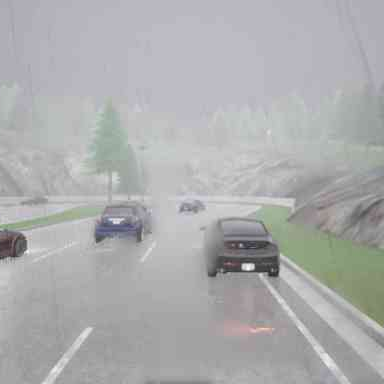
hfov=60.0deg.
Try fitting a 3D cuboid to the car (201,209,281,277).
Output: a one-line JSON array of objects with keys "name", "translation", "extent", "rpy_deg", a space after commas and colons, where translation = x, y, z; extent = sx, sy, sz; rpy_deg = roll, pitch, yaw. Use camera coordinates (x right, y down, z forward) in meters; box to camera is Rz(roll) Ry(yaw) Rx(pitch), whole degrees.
[{"name": "car", "translation": [1.336, 1.495, 10.170], "extent": [1.837, 1.490, 4.892], "rpy_deg": [0, 0, 1]}]

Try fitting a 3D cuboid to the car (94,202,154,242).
[{"name": "car", "translation": [-3.166, 1.335, 16.321], "extent": [2.097, 1.767, 4.553], "rpy_deg": [0, 0, 1]}]

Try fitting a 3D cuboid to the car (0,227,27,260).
[{"name": "car", "translation": [-6.789, 1.553, 9.992], "extent": [1.994, 1.385, 4.181], "rpy_deg": [0, 0, 1]}]

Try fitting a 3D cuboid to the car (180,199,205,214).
[{"name": "car", "translation": [0.061, 1.489, 35.389], "extent": [1.812, 1.442, 4.674], "rpy_deg": [0, 0, 17]}]

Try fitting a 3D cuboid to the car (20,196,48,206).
[{"name": "car", "translation": [-25.545, 1.448, 53.989], "extent": [1.837, 1.490, 4.892], "rpy_deg": [0, 0, 18]}]

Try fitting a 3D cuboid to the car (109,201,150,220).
[{"name": "car", "translation": [-5.308, 1.533, 28.830], "extent": [1.994, 1.385, 4.181], "rpy_deg": [0, 0, 13]}]
